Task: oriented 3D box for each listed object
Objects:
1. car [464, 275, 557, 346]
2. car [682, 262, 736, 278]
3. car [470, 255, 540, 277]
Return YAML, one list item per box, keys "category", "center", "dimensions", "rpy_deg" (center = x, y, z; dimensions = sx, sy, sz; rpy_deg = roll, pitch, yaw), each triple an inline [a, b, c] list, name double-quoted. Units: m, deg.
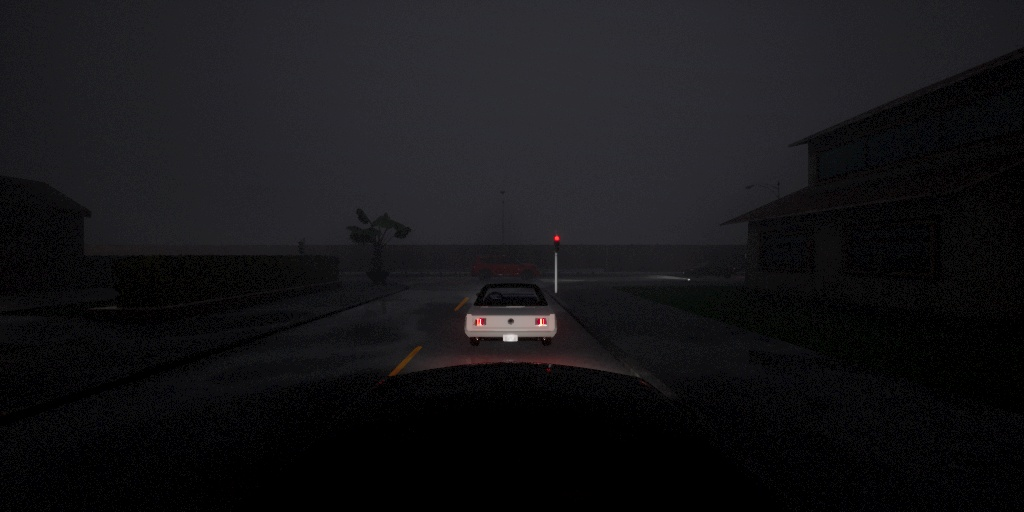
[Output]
- category: "car"
  center: [-0.026, 1.351, 9.400]
  dimensions: [1.895, 1.301, 4.718]
  rpy_deg: [0, 0, 0]
- category: "car"
  center: [18.248, 1.276, 33.291]
  dimensions: [4.674, 1.442, 1.812]
  rpy_deg: [0, 0, -1]
- category: "car"
  center: [-0.558, 0.971, 28.919]
  dimensions: [5.566, 2.045, 2.150]
  rpy_deg: [0, 0, -1]
